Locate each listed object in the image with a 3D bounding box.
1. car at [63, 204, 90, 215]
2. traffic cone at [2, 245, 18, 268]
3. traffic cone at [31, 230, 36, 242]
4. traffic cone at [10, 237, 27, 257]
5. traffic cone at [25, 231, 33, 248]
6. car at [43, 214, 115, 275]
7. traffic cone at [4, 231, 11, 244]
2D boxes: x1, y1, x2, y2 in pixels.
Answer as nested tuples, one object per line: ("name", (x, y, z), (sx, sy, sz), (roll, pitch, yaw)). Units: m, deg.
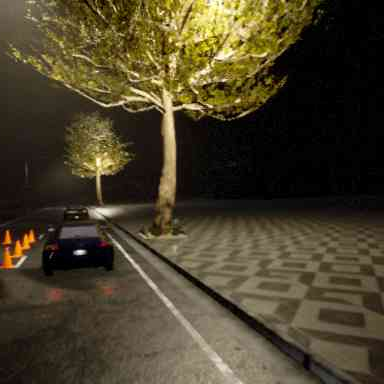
("car", (-9.516, 1.736, 27.430), (2.128, 1.511, 4.902), (-1, 0, -19))
("traffic cone", (-5.773, 2.063, 10.447), (0.340, 0.580, 0.340), (-1, 0, -19))
("traffic cone", (-7.766, 2.119, 16.107), (0.340, 0.580, 0.340), (-1, 0, -19))
("traffic cone", (-6.437, 2.079, 12.334), (0.340, 0.580, 0.340), (-1, 0, -19))
("traffic cone", (-7.102, 2.099, 14.221), (0.340, 0.580, 0.340), (-1, 0, -19))
("car", (-3.730, 1.641, 10.991), (1.994, 1.385, 4.181), (-1, 0, -19))
("traffic cone", (-8.709, 2.133, 15.775), (0.340, 0.580, 0.340), (-1, 0, -19))
